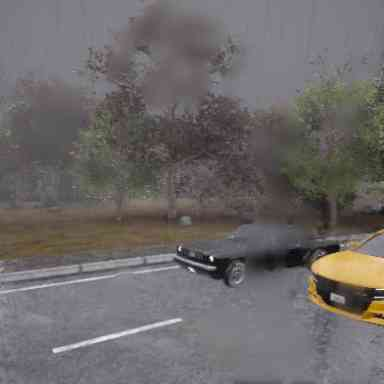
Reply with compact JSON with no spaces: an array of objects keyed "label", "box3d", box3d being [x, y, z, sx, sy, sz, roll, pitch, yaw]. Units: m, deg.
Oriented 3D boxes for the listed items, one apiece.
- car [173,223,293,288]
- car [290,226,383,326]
[{"label":"car","box3d":[1.888,1.578,9.231,4.718,1.301,1.895,0,0,-32]},{"label":"car","box3d":[4.526,1.469,6.714,5.008,1.535,1.882,0,0,-31]}]
